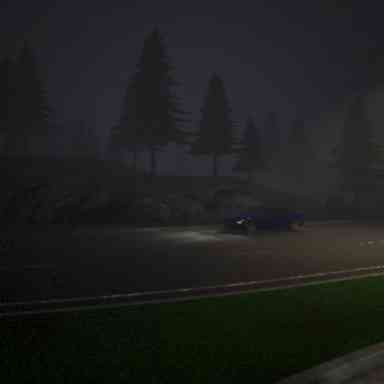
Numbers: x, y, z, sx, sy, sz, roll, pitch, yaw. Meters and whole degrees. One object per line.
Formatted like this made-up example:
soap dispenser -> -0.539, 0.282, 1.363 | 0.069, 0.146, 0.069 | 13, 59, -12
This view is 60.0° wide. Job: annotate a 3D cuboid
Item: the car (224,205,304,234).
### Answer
car -> 4.200, 1.520, 19.319 | 5.008, 1.535, 1.882 | 1, 0, -26
